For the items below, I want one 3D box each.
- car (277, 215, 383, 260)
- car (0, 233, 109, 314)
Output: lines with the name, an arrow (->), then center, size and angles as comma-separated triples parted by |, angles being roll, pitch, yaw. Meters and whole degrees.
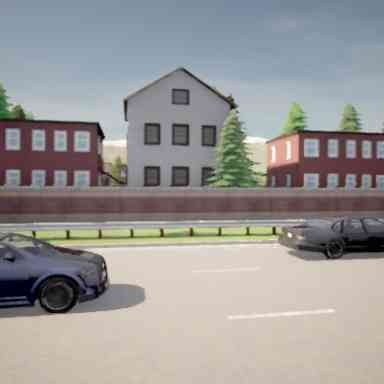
car -> 5.893, 1.563, 12.139 | 5.357, 1.411, 2.033 | 0, 0, -10
car -> -3.850, 1.557, 6.815 | 4.181, 1.385, 1.994 | 0, 0, -10
